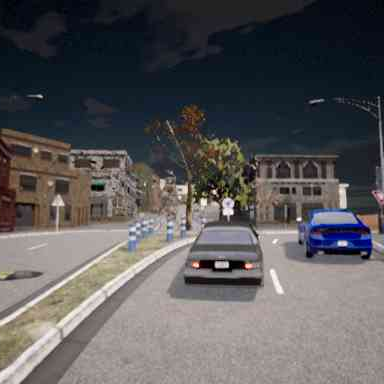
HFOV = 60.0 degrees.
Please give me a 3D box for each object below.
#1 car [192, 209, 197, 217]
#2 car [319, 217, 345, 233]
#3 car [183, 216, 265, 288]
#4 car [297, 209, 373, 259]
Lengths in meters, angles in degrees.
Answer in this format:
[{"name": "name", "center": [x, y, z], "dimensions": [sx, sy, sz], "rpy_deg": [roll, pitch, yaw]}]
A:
[{"name": "car", "center": [-0.489, 5.793, 85.082], "dimensions": [2.128, 1.511, 4.902], "rpy_deg": [0, 0, 5]}, {"name": "car", "center": [13.249, 3.156, 31.344], "dimensions": [1.994, 1.385, 4.181], "rpy_deg": [-3, -7, 25]}, {"name": "car", "center": [1.001, 1.504, 9.252], "dimensions": [2.033, 1.411, 5.357], "rpy_deg": [-1, 0, 9]}, {"name": "car", "center": [4.930, 1.357, 12.025], "dimensions": [1.882, 1.535, 5.008], "rpy_deg": [-2, -1, 14]}]
